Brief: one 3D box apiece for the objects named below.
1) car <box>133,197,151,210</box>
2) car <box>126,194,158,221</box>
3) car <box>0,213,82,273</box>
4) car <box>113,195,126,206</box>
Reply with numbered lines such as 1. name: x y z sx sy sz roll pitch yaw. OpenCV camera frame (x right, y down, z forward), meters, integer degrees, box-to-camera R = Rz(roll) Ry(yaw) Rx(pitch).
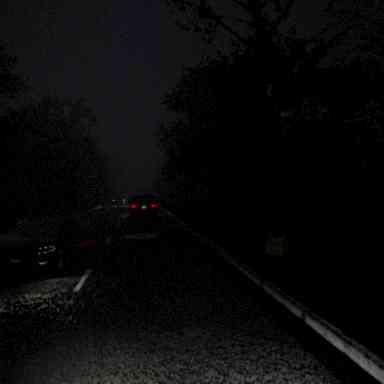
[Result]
1. car: -6.453 1.401 42.922 2.128 1.511 4.902 -1 0 -9
2. car: -3.899 1.174 26.682 2.150 2.045 5.566 -1 1 -9
3. car: -4.937 1.500 11.030 1.882 1.535 5.008 -1 0 -9
4. car: -11.651 1.267 54.035 2.097 1.767 4.553 -1 0 -8
